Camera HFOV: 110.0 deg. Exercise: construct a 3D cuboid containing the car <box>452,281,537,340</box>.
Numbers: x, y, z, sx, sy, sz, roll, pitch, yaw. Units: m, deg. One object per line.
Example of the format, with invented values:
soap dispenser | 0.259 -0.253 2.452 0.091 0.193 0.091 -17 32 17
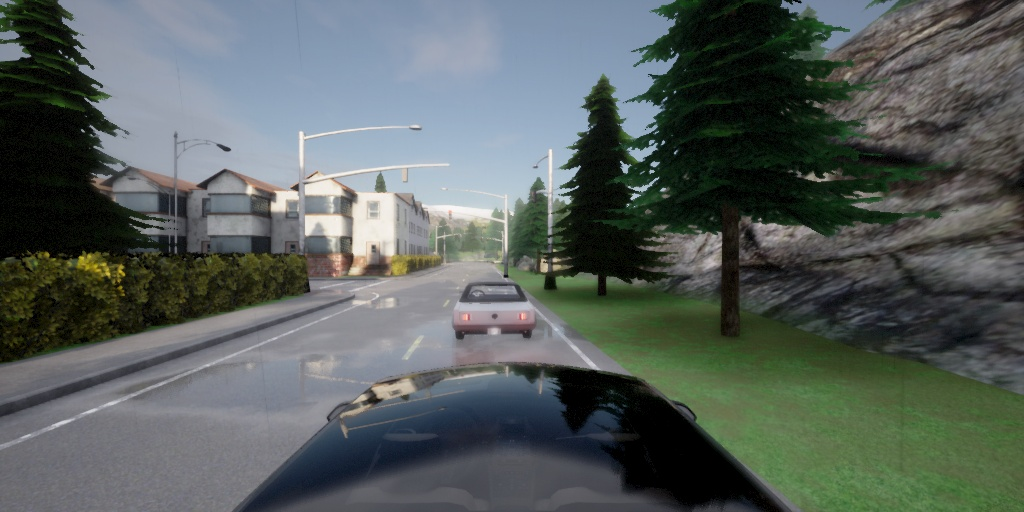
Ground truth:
car | -0.539 1.351 10.019 1.895 1.301 4.718 0 0 -4
